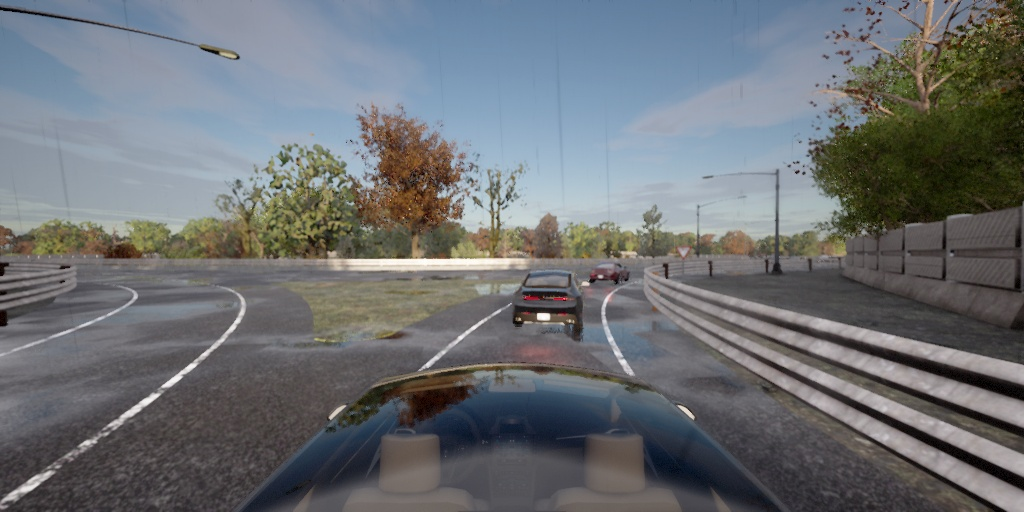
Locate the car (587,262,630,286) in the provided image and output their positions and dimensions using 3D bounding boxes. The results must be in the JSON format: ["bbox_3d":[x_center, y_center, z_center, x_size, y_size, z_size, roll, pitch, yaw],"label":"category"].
[{"bbox_3d":[6.664,1.096,24.350,1.812,1.442,4.674,0,1,30],"label":"car"}]

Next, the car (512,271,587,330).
[{"bbox_3d":[1.242,1.180,10.876,1.837,1.490,4.892,0,0,12],"label":"car"}]
